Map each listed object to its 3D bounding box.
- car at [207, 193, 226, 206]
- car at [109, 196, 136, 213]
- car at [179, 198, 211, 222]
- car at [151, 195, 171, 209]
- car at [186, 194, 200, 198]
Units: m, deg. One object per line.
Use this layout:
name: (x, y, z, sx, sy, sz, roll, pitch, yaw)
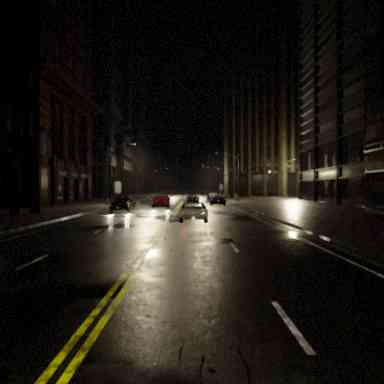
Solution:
car: (3.341, 1.046, 43.166, 1.994, 1.385, 4.181, 0, 1, 1)
car: (-6.596, 1.145, 31.880, 1.837, 1.490, 4.892, 0, 0, 0)
car: (0.101, 1.346, 23.368, 1.895, 1.301, 4.718, 0, 1, 0)
car: (-3.342, 1.050, 36.712, 1.882, 1.535, 5.008, 0, 1, 0)
car: (0.100, 0.981, 46.520, 2.033, 1.411, 5.357, 0, 1, 0)
